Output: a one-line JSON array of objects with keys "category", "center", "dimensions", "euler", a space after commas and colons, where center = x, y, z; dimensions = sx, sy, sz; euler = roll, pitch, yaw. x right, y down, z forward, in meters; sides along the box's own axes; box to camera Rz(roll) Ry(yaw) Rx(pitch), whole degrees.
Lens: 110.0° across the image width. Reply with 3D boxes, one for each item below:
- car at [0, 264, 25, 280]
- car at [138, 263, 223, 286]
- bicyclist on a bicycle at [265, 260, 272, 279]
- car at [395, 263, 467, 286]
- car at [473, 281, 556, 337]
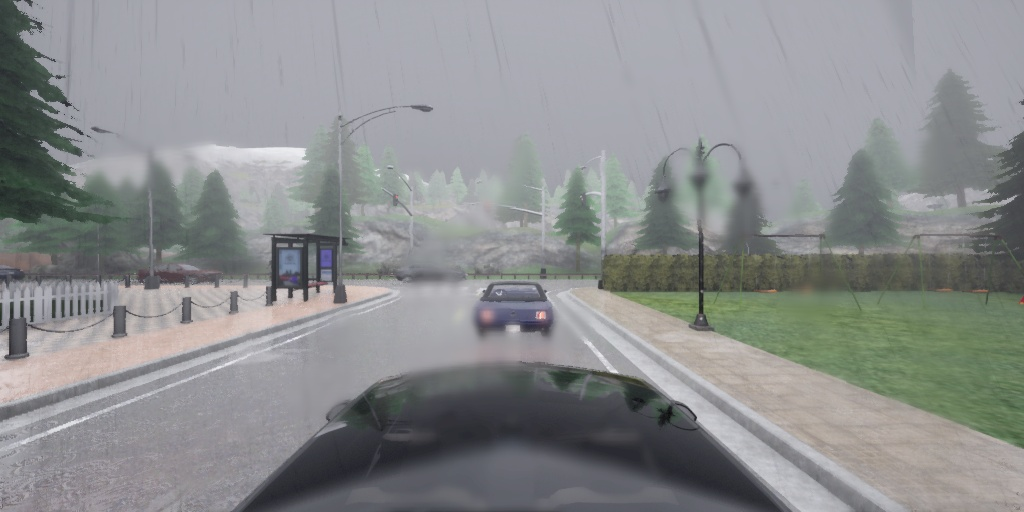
[{"category": "car", "center": [-42.369, 1.329, 28.919], "dimensions": [4.181, 1.385, 1.994], "euler": [0, 0, 0]}, {"category": "car", "center": [-23.153, 1.243, 25.159], "dimensions": [5.008, 1.535, 1.882], "euler": [0, 0, 1]}, {"category": "bicyclist on a bicycle", "center": [-21.621, 1.219, 32.239], "dimensions": [0.582, 1.620, 1.656], "euler": [0, 0, 0]}, {"category": "car", "center": [-5.584, 1.253, 25.011], "dimensions": [4.902, 1.511, 2.128], "euler": [0, 0, 0]}, {"category": "car", "center": [0.076, 1.351, 10.235], "dimensions": [1.895, 1.301, 4.718], "euler": [0, 0, 0]}]
